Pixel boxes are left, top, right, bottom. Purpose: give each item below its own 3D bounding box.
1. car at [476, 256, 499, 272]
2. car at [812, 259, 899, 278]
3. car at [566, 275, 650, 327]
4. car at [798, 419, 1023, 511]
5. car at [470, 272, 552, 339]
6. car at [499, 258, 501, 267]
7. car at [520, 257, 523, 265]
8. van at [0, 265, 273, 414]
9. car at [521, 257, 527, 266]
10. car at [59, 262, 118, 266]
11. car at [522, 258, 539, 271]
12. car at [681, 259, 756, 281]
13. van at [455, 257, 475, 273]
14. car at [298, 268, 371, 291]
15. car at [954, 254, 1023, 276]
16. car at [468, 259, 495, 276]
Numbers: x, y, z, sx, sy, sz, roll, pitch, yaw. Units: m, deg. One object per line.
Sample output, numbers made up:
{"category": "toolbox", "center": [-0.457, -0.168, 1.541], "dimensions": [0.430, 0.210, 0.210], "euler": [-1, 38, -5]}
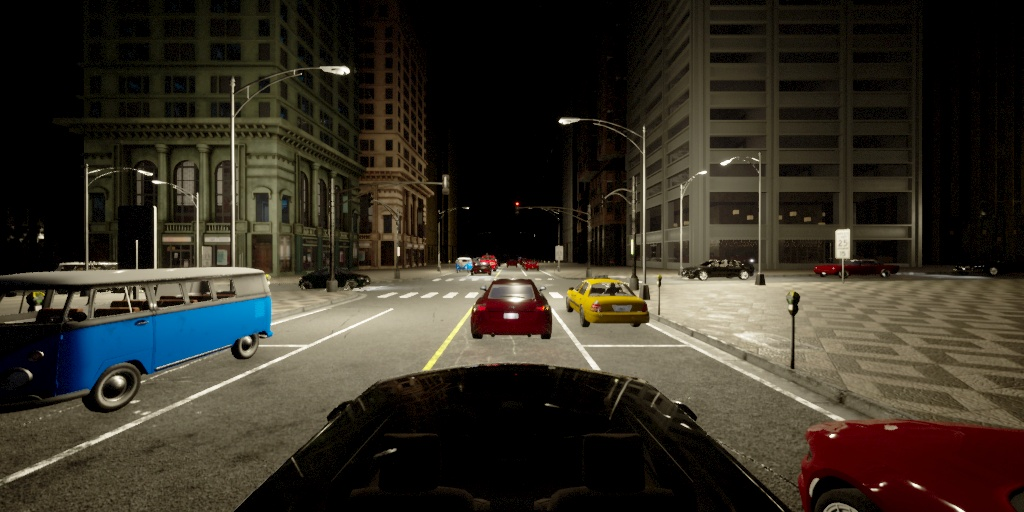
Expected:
{"category": "car", "center": [-3.160, 0.989, 47.436], "dimensions": [2.150, 2.045, 5.566], "euler": [0, 0, -1]}
{"category": "car", "center": [24.800, 0.905, 25.972], "dimensions": [4.718, 1.301, 1.895], "euler": [-1, 0, 0]}
{"category": "car", "center": [2.757, 1.276, 11.298], "dimensions": [1.751, 1.417, 4.829], "euler": [0, 0, 0]}
{"category": "car", "center": [2.765, 1.295, 0.548], "dimensions": [1.888, 1.381, 4.507], "euler": [0, 0, 0]}
{"category": "car", "center": [0.023, 1.315, 10.065], "dimensions": [1.994, 1.385, 4.181], "euler": [0, 0, 1]}
{"category": "car", "center": [-3.156, 1.378, 57.245], "dimensions": [1.895, 1.301, 4.718], "euler": [0, 0, 0]}
{"category": "car", "center": [2.701, 1.325, 60.272], "dimensions": [1.888, 1.381, 4.507], "euler": [0, 0, 0]}
{"category": "van", "center": [-5.767, 1.091, 5.719], "dimensions": [1.690, 1.789, 3.998], "euler": [0, 0, 0]}
{"category": "car", "center": [2.710, 1.319, 54.746], "dimensions": [1.888, 1.381, 4.507], "euler": [0, 0, 0]}
{"category": "car", "center": [-25.772, 1.396, 22.899], "dimensions": [5.566, 2.045, 2.150], "euler": [0, 0, 0]}
{"category": "car", "center": [2.718, 1.314, 49.221], "dimensions": [1.888, 1.381, 4.507], "euler": [0, 0, 0]}
{"category": "car", "center": [14.880, 0.975, 25.998], "dimensions": [4.892, 1.490, 1.837], "euler": [-1, 0, 0]}
{"category": "van", "center": [-5.831, 1.106, 43.703], "dimensions": [1.690, 1.789, 3.998], "euler": [0, 0, 0]}
{"category": "car", "center": [-11.483, 1.494, 23.354], "dimensions": [4.181, 1.385, 1.994], "euler": [-1, 0, -7]}
{"category": "car", "center": [35.132, 0.641, 25.938], "dimensions": [4.892, 1.490, 1.837], "euler": [-1, 0, 0]}
{"category": "car", "center": [-3.137, 1.325, 37.809], "dimensions": [1.994, 1.385, 4.181], "euler": [0, 0, 1]}
